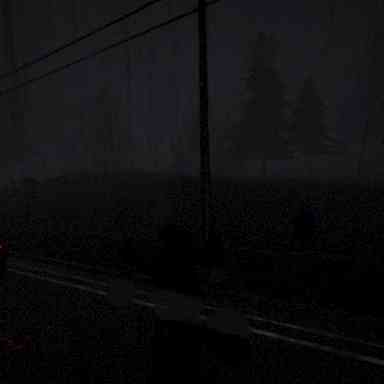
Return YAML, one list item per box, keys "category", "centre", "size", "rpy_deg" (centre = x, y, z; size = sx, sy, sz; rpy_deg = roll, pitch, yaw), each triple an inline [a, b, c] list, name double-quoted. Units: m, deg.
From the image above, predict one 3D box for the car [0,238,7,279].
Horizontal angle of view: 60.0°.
- category: "car"
  centre: [-6.837, 1.379, 8.631]
  size: [4.553, 1.767, 2.097]
  rpy_deg: [-1, 1, 35]
